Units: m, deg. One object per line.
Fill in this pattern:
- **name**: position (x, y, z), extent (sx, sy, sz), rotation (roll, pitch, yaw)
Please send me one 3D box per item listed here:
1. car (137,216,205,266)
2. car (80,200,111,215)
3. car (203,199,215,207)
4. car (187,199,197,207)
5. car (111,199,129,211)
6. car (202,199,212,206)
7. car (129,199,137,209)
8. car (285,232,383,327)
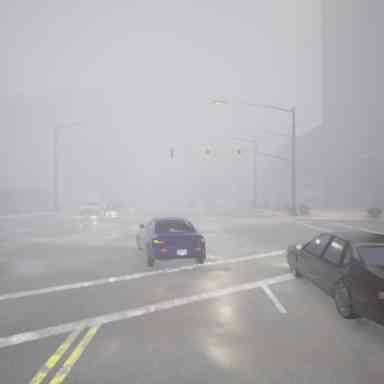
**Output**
- **car**: position (-0.857, 1.583, 11.874), extent (1.812, 1.442, 4.674), rotation (0, 0, -14)
- **car**: position (-10.570, 1.717, 36.094), extent (1.812, 1.442, 4.674), rotation (0, -1, 0)
- **car**: position (3.497, 2.205, 66.262), extent (1.994, 1.385, 4.181), rotation (0, -1, 0)
- **car**: position (-0.004, 2.099, 64.966), extent (1.882, 1.535, 5.008), rotation (0, -1, 0)
- **car**: position (-10.563, 1.813, 45.874), extent (2.128, 1.511, 4.902), rotation (0, -1, 0)
- **car**: position (3.495, 2.339, 76.214), extent (2.033, 1.411, 5.357), rotation (0, -1, 0)
- **car**: position (-10.527, 1.958, 56.025), extent (1.882, 1.535, 5.008), rotation (0, -1, 0)
- **car**: position (3.628, 1.595, 7.367), extent (2.033, 1.411, 5.357), rotation (0, 0, 0)
